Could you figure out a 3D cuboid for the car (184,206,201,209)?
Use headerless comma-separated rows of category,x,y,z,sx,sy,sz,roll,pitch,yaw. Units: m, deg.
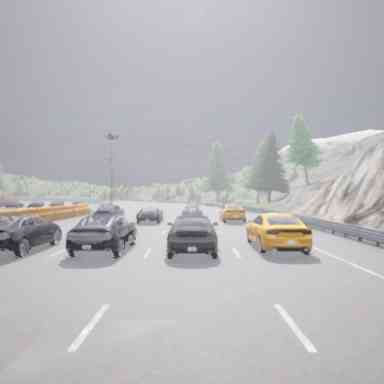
car,0.015,1.854,27.466,2.033,1.411,5.357,0,-1,0

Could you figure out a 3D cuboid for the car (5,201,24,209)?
car,-31.000,2.246,58.201,1.895,1.301,4.718,0,-1,-11

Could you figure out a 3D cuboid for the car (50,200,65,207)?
car,-24.299,2.146,60.177,1.882,1.535,5.008,0,-1,-11

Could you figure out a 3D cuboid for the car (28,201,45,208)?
car,-27.643,2.258,59.185,1.895,1.301,4.718,0,-1,-11

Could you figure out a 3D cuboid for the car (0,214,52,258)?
car,-6.972,1.644,13.469,2.128,1.511,4.902,0,0,1

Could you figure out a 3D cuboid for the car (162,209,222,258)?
car,0.028,1.658,13.462,1.837,1.490,4.892,0,0,1

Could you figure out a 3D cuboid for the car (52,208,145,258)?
car,-3.472,1.644,13.468,2.128,1.511,4.902,0,0,1

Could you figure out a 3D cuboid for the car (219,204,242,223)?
car,3.504,1.802,29.194,1.882,1.535,5.008,0,0,0

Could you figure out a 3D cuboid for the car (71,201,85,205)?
car,-20.897,2.280,61.148,1.895,1.301,4.718,0,-1,-11

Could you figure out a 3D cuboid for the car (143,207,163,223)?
car,-3.489,1.915,28.218,1.895,1.301,4.718,0,-1,0

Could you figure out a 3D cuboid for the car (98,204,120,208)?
car,-6.990,1.824,28.476,1.837,1.490,4.892,0,0,0

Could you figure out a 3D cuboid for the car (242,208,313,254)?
car,3.538,1.636,14.209,1.882,1.535,5.008,0,0,1
